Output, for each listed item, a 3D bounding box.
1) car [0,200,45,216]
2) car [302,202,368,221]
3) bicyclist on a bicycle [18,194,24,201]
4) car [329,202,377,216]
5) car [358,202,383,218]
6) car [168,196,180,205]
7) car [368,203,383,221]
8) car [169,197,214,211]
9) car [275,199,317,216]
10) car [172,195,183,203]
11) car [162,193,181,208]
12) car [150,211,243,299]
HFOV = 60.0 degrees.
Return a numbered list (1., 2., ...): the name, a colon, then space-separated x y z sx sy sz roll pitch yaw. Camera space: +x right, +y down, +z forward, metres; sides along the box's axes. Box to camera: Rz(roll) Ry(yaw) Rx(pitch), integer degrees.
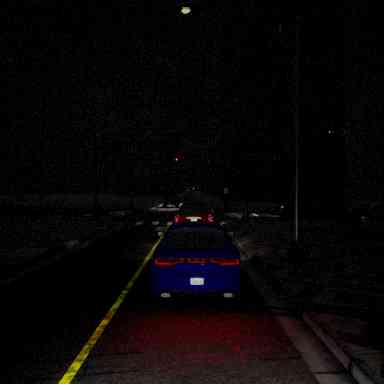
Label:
1. car: -14.780 1.366 28.278 4.403 1.369 2.008 1 -1 0
2. car: 12.129 1.775 28.380 4.313 1.339 1.947 1 -1 0
3. bicyclist on a bicycle: -20.506 1.030 39.762 0.582 1.620 1.656 1 0 0
4. car: 17.778 1.842 36.905 4.403 1.369 2.008 1 -1 0
5. car: 19.911 1.852 34.233 4.674 1.442 1.812 1 0 0
6. car: -3.092 1.526 59.166 1.812 1.442 4.674 0 0 1
7. car: 17.942 1.824 28.381 4.829 1.417 1.752 1 -1 0
8. car: 0.116 1.352 17.693 2.097 1.767 4.553 0 0 1
9. car: 10.945 1.539 34.228 4.553 1.767 2.097 1 0 0
10. car: -3.024 1.493 69.485 2.128 1.511 4.902 0 0 0
11. car: -3.104 1.222 49.335 2.150 2.045 5.566 0 0 0
12. car: 0.099 1.478 8.539 1.882 1.535 5.008 0 0 0
